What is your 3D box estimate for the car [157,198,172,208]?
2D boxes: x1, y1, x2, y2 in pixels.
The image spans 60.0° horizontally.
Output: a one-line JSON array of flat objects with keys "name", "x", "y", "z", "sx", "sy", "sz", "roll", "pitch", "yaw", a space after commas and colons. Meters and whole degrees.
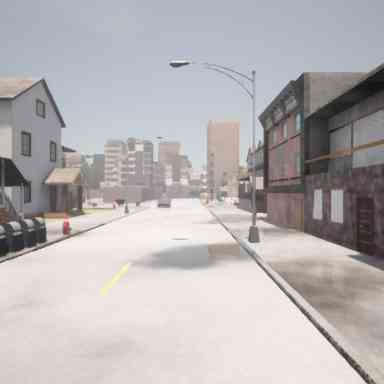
[{"name": "car", "x": -4.000, "y": 1.559, "z": 48.910, "sx": 2.033, "sy": 1.411, "sz": 5.357, "roll": 0, "pitch": 0, "yaw": 0}]
